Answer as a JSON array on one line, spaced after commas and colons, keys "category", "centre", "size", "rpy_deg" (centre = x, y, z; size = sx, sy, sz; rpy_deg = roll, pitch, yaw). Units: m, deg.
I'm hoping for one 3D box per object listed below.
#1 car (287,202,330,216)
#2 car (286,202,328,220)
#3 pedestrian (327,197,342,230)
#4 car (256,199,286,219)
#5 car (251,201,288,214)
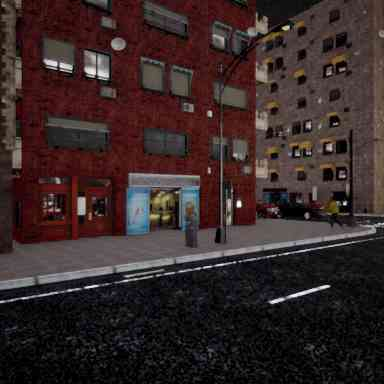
[{"category": "car", "centre": [12.999, 1.842, 37.172], "size": [1.802, 1.307, 4.206], "rpy_deg": [-1, 0, -37]}, {"category": "car", "centre": [9.982, 1.708, 31.355], "size": [1.882, 1.535, 5.008], "rpy_deg": [0, -1, -37]}, {"category": "pedestrian", "centre": [7.905, 1.140, 18.463], "size": [0.375, 1.860, 0.375], "rpy_deg": [0, 0, -36]}, {"category": "car", "centre": [6.069, 1.585, 31.992], "size": [2.192, 1.841, 5.009], "rpy_deg": [-1, 0, -37]}, {"category": "car", "centre": [9.646, 1.897, 41.616], "size": [1.947, 1.339, 4.313], "rpy_deg": [-1, 0, -37]}]
